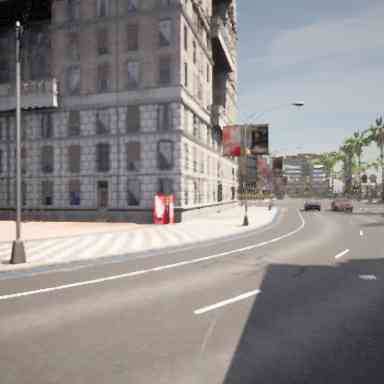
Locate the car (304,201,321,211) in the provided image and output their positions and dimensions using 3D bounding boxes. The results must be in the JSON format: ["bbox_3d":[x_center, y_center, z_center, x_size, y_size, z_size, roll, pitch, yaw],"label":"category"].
[{"bbox_3d":[15.474,1.778,42.727,1.895,1.301,4.718,0,0,16],"label":"car"}]

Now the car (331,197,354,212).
[{"bbox_3d":[18.836,1.500,41.763,2.097,1.767,4.553,0,0,16],"label":"car"}]
